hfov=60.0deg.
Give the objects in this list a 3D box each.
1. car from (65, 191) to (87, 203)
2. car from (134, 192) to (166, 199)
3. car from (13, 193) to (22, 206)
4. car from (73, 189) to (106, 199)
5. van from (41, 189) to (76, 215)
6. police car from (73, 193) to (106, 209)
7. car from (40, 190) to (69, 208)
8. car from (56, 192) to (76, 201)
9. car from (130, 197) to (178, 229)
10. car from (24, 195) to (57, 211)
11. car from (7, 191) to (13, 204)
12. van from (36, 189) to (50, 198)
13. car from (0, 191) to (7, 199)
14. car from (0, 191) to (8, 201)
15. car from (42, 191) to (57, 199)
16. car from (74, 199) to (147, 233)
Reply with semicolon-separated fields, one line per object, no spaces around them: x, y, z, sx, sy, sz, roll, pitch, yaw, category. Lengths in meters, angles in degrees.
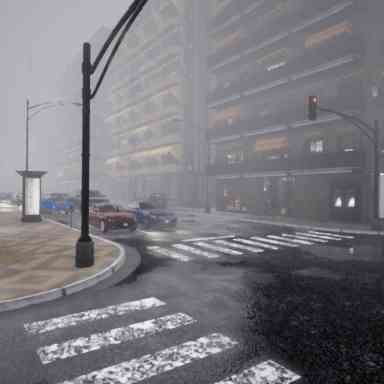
-17.440;0.710;50.021;1.967;1.590;4.097;2;0;-36;car
-4.234;0.936;31.645;2.192;1.841;5.009;2;0;-36;car
-17.643;0.908;35.937;1.887;1.381;4.507;2;0;-36;car
-8.736;0.792;27.966;2.150;2.045;5.566;1;0;-36;car
-11.036;0.881;26.750;1.690;1.788;3.998;2;0;-36;van
-11.512;0.969;37.136;2.038;1.542;4.974;1;0;-36;police car
-15.521;0.741;37.434;2.097;1.767;4.553;1;1;-36;car
-20.744;0.748;54.615;1.947;1.339;4.313;2;0;-36;car
-2.678;1.258;19.528;1.812;1.442;4.674;1;1;-36;car
-14.342;0.996;31.344;1.887;1.381;4.507;2;0;-36;car
-20.844;0.804;40.394;1.752;1.417;4.829;2;0;-36;car
-30.640;0.259;68.397;1.690;1.788;3.998;2;0;-36;van
-34.146;0.469;58.907;1.887;1.381;4.507;2;0;-36;car
-27.541;0.540;49.719;1.967;1.590;4.097;2;0;-36;car
-27.444;0.529;63.941;1.752;1.417;4.829;2;0;-36;car
-4.441;1.260;17.562;1.887;1.381;4.507;2;0;-36;car
